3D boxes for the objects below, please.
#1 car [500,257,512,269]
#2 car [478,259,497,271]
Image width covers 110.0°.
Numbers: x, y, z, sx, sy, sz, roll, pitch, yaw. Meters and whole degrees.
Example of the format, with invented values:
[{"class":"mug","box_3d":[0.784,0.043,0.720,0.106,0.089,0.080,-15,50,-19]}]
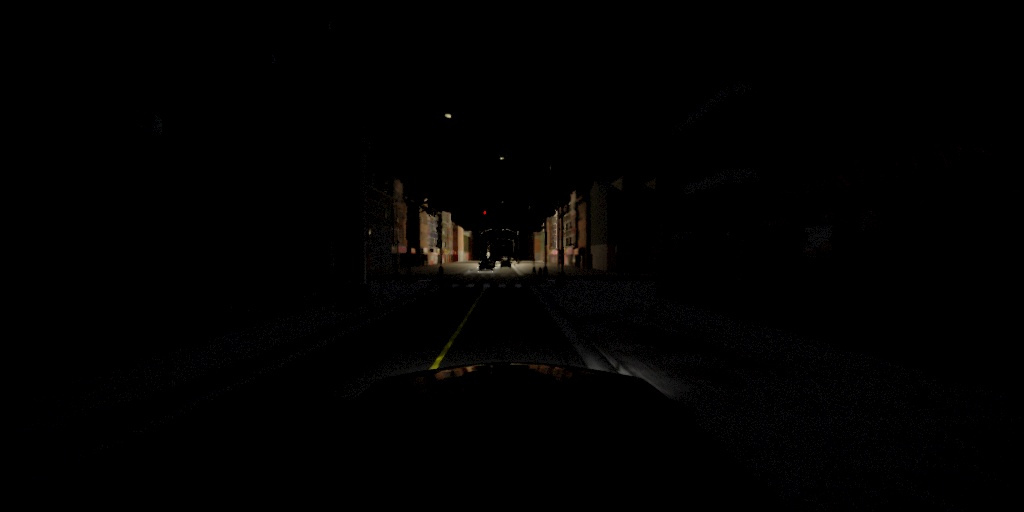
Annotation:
[{"class":"car","box_3d":[-0.960,1.265,56.395,1.948,1.339,4.313,0,0,-1]},{"class":"car","box_3d":[-3.394,1.258,47.332,2.033,1.411,5.357,0,0,-1]}]
